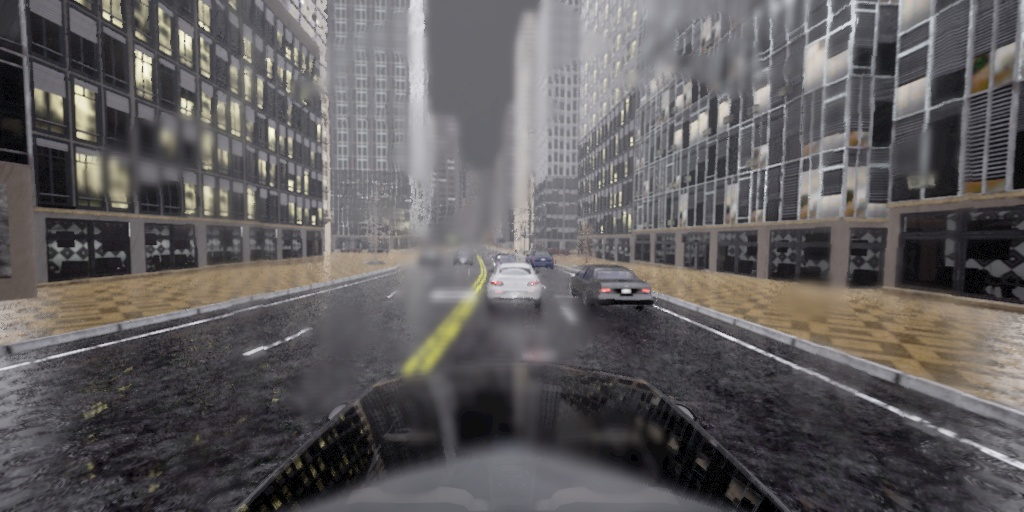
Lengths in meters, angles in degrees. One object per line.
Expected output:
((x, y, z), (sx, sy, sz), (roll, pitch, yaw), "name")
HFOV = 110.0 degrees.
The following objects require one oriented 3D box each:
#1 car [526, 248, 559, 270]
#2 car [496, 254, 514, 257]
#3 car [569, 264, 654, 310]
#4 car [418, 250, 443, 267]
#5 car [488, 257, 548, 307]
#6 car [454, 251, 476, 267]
((2.391, 0.248, 31.646), (2.097, 1.767, 4.553), (0, 2, -5), "car")
((-0.578, 0.522, 28.120), (2.033, 1.411, 5.357), (0, 2, -4), "car")
((3.338, 1.004, 13.014), (2.033, 1.411, 5.357), (1, 2, 0), "car")
((-7.807, 0.202, 34.477), (1.882, 1.535, 5.008), (0, 2, -6), "car")
((0.084, 0.939, 13.356), (1.812, 1.442, 4.674), (1, 2, -1), "car")
((-4.619, 0.221, 35.276), (2.128, 1.511, 4.902), (0, 2, -6), "car")
